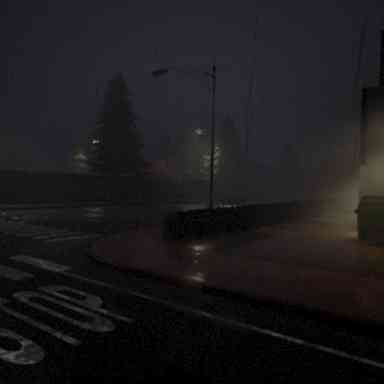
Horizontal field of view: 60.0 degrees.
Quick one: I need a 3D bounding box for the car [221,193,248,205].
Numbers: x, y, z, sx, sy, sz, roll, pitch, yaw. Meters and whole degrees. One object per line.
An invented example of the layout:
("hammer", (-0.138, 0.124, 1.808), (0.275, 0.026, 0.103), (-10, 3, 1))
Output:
("car", (5.600, 0.918, 42.919), (1.812, 1.442, 4.674), (2, 1, 37))
